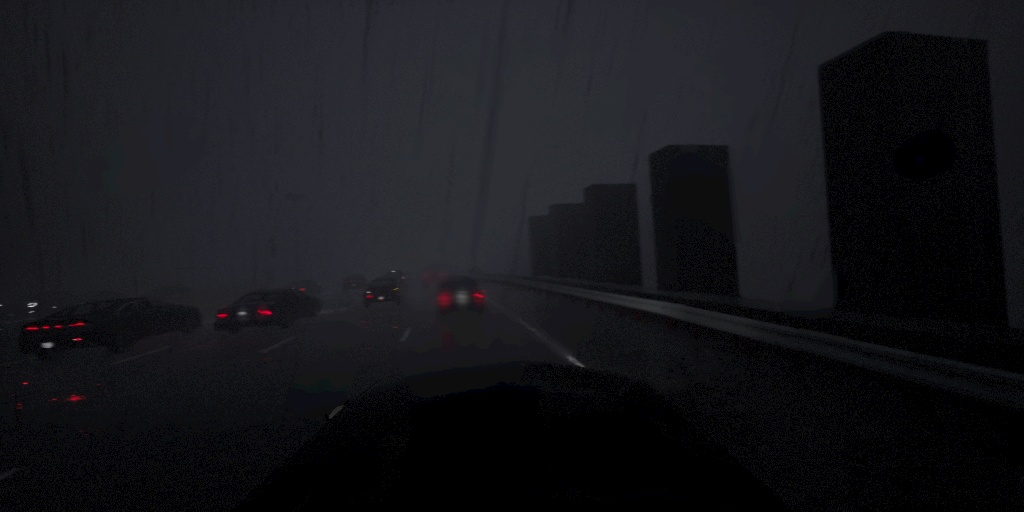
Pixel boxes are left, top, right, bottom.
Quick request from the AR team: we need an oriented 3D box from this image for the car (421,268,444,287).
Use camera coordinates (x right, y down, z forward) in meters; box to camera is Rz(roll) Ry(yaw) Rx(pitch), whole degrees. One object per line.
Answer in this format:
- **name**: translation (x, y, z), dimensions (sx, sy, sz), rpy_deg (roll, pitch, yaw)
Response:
- **car**: translation (-7.641, 1.924, 34.709), dimensions (2.097, 1.767, 4.553), rpy_deg (-3, -1, -18)

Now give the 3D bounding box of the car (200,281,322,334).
- **car**: translation (-9.157, 1.985, 13.974), dimensions (2.033, 1.411, 5.357), rpy_deg (-3, -1, -12)

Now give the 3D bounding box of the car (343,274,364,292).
- **car**: translation (-14.708, 2.468, 33.883), dimensions (1.882, 1.535, 5.008), rpy_deg (-3, 0, -18)

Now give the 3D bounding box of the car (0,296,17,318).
- **car**: translation (-37.511, 3.743, 24.385), dimensions (1.882, 1.535, 5.008), rpy_deg (-3, -1, -18)

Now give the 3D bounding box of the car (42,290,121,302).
- **car**: translation (-30.839, 3.362, 26.453), dimensions (1.882, 1.535, 5.008), rpy_deg (-3, -1, -18)

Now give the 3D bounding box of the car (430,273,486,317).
- **car**: translation (-2.248, 1.579, 15.065), dimensions (2.033, 1.411, 5.357), rpy_deg (-3, -1, -12)

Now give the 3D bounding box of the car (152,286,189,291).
- **car**: translation (-28.095, 3.241, 29.255), dimensions (2.128, 1.511, 4.902), rpy_deg (-3, -1, -19)

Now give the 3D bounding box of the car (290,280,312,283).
- **car**: translation (-16.570, 2.590, 28.364), dimensions (2.033, 1.411, 5.357), rpy_deg (-3, -1, -17)

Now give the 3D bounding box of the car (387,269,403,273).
- **car**: translation (-11.135, 2.129, 34.155), dimensions (2.097, 1.767, 4.553), rpy_deg (-3, -1, -18)

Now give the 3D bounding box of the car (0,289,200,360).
- **car**: translation (-12.219, 2.087, 11.435), dimensions (2.128, 1.511, 4.902), rpy_deg (-3, -1, -12)

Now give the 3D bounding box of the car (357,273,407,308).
- **car**: translation (-6.914, 1.889, 19.629), dimensions (1.812, 1.442, 4.674), rpy_deg (-3, -1, -14)

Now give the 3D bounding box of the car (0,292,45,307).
- **car**: translation (-34.466, 3.454, 26.260), dimensions (2.097, 1.767, 4.553), rpy_deg (-3, -1, -19)
